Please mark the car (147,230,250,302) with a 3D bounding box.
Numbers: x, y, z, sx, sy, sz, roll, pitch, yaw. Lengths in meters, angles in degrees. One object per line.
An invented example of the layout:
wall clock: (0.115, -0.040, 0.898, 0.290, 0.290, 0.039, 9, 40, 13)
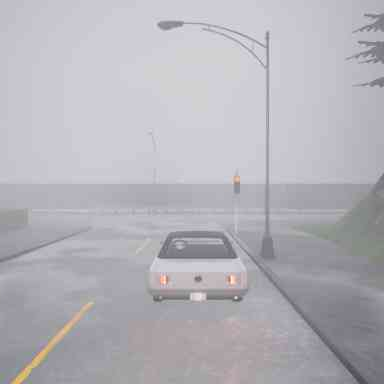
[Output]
car: (0.116, 1.601, 8.226, 1.895, 1.301, 4.718, 0, 0, 0)
